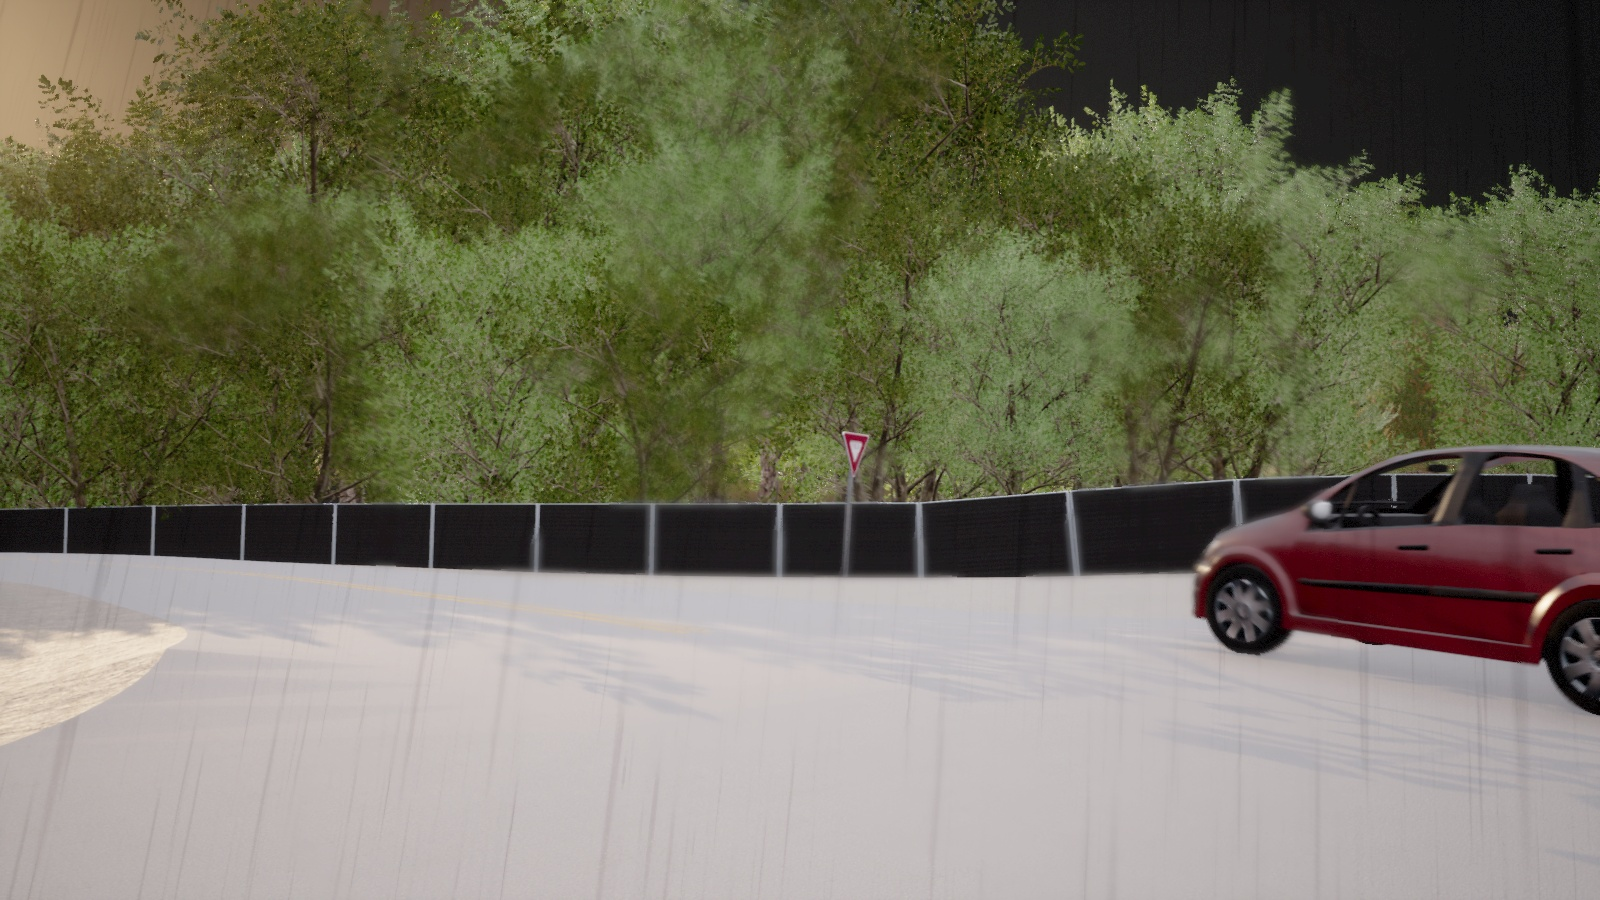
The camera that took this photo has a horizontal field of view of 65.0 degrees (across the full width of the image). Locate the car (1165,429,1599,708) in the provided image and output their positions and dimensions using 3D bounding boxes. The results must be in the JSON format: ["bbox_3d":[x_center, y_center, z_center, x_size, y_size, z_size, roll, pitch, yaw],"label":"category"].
[{"bbox_3d":[4.766,0.720,9.019,1.851,1.617,3.988,1,-1,-28],"label":"car"}]
